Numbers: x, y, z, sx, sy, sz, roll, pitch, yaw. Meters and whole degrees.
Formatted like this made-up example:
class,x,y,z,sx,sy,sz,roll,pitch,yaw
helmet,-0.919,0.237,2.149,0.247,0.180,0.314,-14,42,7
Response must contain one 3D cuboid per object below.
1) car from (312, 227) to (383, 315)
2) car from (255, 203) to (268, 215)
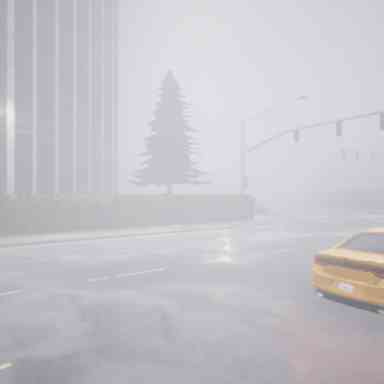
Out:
class,x,y,z,sx,sy,sz,roll,pitch,yaw
car,4.676,1.488,7.140,5.008,1.535,1.882,0,0,-35
car,5.596,1.548,34.297,1.882,1.535,5.008,0,1,-35
